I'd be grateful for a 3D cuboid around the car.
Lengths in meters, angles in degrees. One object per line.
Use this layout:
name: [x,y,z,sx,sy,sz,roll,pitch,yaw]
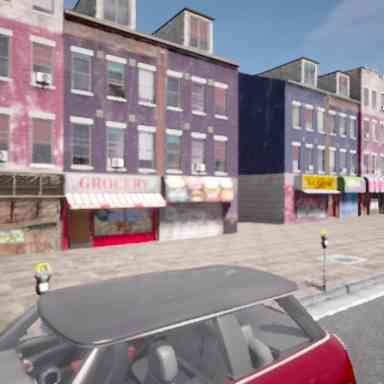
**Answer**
car: [-0.658,1.440,2.335,4.097,1.590,1.967,0,0,-35]
